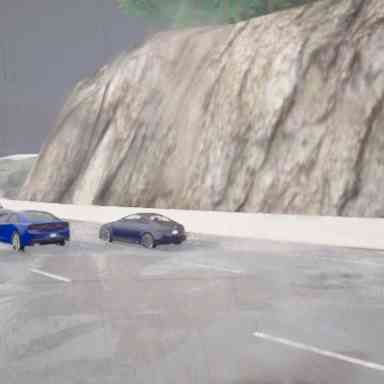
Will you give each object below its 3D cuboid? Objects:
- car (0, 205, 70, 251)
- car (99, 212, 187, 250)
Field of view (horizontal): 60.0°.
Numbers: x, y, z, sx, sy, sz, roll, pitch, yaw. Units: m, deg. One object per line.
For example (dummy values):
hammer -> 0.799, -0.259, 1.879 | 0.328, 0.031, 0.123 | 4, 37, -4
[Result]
car -> -7.180, 1.507, 14.318 | 5.008, 1.535, 1.882 | 0, 0, 41
car -> -2.241, 1.597, 14.746 | 4.181, 1.385, 1.994 | 0, 0, 39
